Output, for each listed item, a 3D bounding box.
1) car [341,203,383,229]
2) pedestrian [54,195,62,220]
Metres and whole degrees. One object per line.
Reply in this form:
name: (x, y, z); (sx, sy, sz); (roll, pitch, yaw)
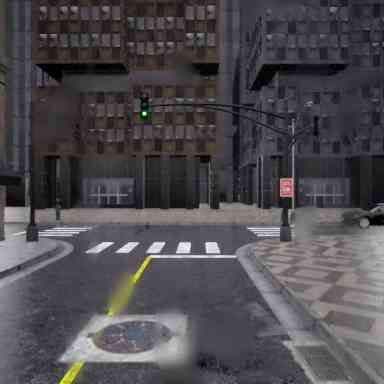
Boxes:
car: (12.056, 1.458, 21.021); (5.008, 1.535, 1.882); (0, 0, 1)
pedestrian: (-9.815, 1.152, 24.321); (0.375, 1.860, 0.375); (0, 0, 1)
